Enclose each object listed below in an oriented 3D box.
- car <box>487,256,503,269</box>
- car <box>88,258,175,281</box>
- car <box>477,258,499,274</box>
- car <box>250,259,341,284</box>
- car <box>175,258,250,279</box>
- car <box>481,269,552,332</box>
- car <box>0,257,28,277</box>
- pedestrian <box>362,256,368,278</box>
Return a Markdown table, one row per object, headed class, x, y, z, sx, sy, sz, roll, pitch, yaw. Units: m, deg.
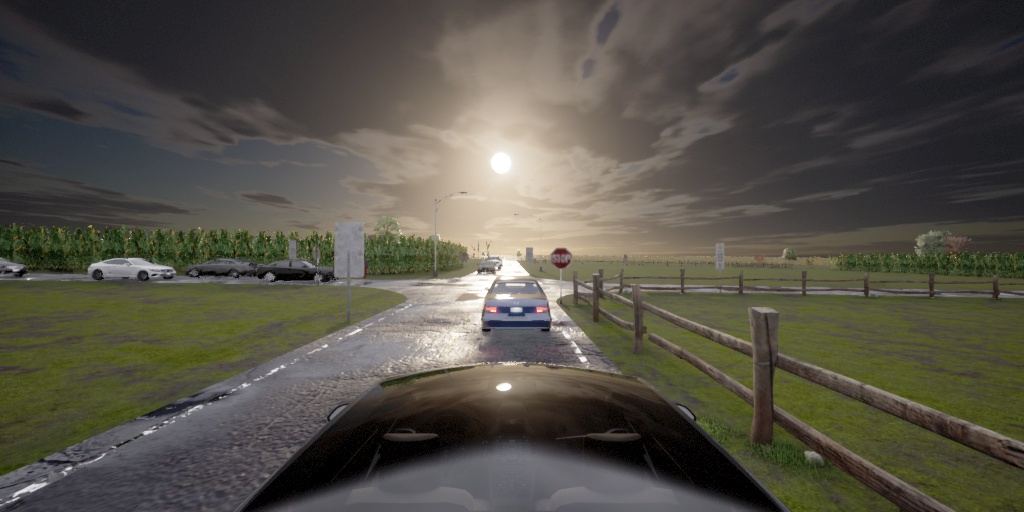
| class | x | y | z | sx | sy | sz | roll | pitch | yaw |
| --- | --- | --- | --- | --- | --- | --- | --- | --- | --- |
| car | -2.827 | 0.982 | 54.129 | 2.150 | 2.045 | 5.566 | 0 | 0 | 1 |
| car | -24.903 | 0.848 | 23.556 | 4.674 | 1.442 | 1.812 | 1 | -1 | 0 |
| car | -2.850 | 1.260 | 40.889 | 1.837 | 1.490 | 4.892 | 0 | 0 | 0 |
| car | -13.945 | 0.996 | 23.695 | 5.008 | 1.535 | 1.882 | 1 | 0 | -2 |
| car | -21.237 | 0.905 | 26.495 | 4.902 | 1.511 | 2.128 | 1 | -1 | 0 |
| car | 0.101 | 1.299 | 10.845 | 2.033 | 1.411 | 5.357 | 0 | 0 | 0 |
| car | -34.987 | 0.637 | 23.536 | 4.902 | 1.511 | 2.128 | 1 | -1 | 0 |
| pedestrian | -12.163 | 0.890 | 29.567 | 0.375 | 1.860 | 0.375 | 0 | -2 | 0 |
